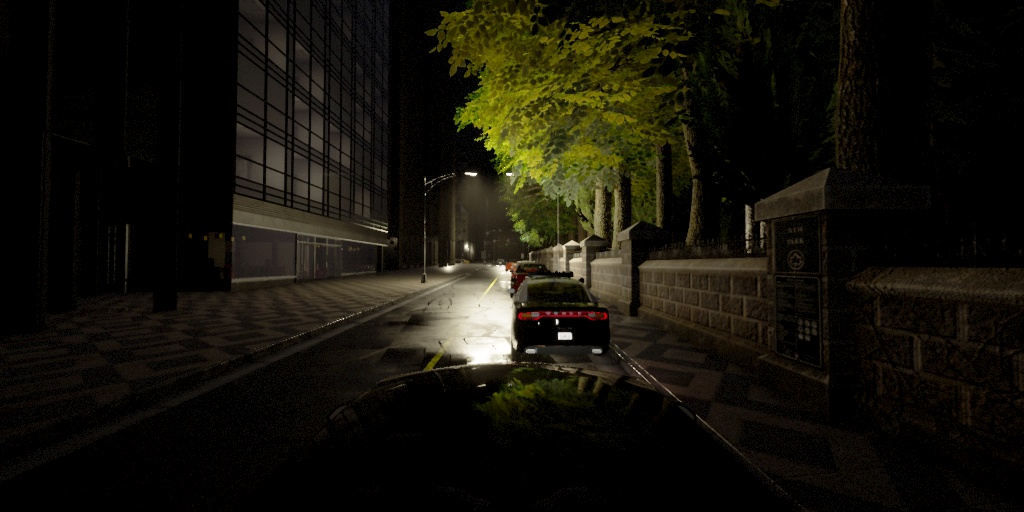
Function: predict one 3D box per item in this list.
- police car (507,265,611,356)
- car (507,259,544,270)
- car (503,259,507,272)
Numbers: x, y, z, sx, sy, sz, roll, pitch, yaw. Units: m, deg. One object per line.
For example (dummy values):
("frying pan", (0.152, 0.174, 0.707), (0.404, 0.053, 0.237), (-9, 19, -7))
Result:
("police car", (0.927, 1.183, 8.787), (1.930, 1.638, 5.238), (0, 0, 0))
("car", (0.965, 1.119, 18.649), (2.097, 1.767, 4.553), (0, 0, 0))
("car", (0.226, 1.166, 47.392), (2.097, 1.767, 4.553), (0, 0, 1))
